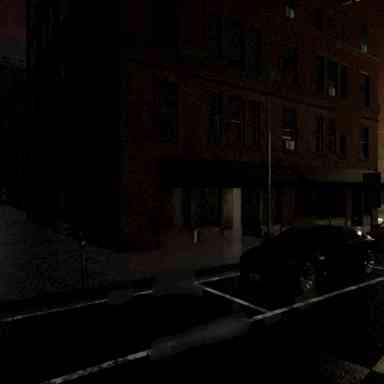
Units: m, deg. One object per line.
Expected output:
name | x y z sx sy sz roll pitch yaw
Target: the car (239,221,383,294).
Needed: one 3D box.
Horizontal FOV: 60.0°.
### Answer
car | 3.203 1.566 8.828 4.313 1.339 1.947 0 0 -36
